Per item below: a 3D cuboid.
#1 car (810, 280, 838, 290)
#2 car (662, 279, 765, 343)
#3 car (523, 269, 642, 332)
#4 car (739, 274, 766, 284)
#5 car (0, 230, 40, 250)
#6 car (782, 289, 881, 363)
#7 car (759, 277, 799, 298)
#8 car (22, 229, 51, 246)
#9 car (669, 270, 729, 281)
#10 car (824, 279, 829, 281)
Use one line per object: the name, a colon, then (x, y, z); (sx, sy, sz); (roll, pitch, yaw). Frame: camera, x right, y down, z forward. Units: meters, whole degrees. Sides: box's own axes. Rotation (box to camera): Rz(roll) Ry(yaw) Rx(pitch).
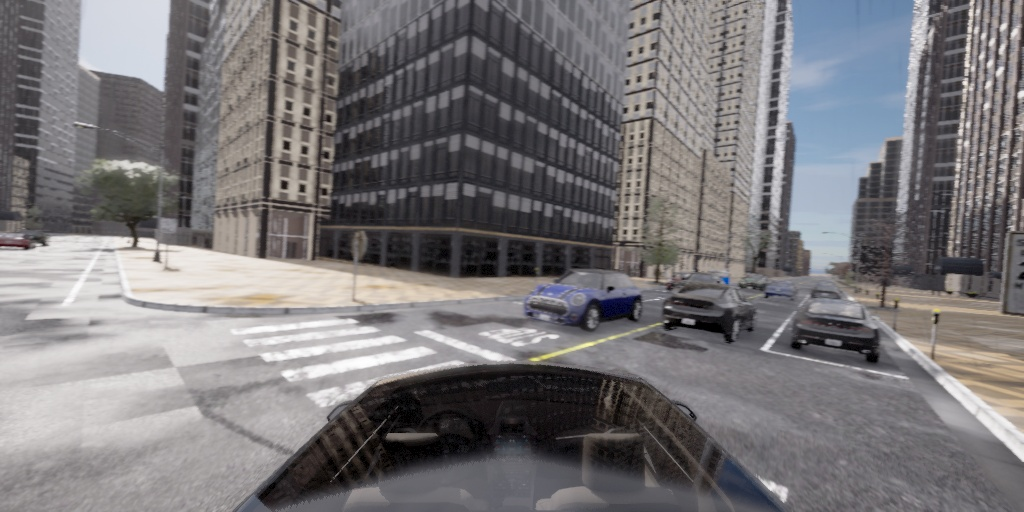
car: (23.699, 2.876, 27.187); (1.948, 1.339, 4.313); (0, 0, 41)
car: (6.382, 1.646, 11.395); (1.837, 1.490, 4.892); (4, 0, 43)
car: (2.427, 1.200, 11.522); (2.097, 1.767, 4.553); (5, 1, 42)
car: (25.433, 2.706, 37.738); (2.097, 1.767, 4.553); (5, 1, 41)
car: (-41.863, -1.276, 30.165); (4.181, 1.385, 1.994); (3, 0, 42)
car: (8.981, 1.899, 10.104); (2.007, 1.370, 4.403); (0, 0, 41)
car: (21.083, 2.655, 28.036); (2.033, 1.411, 5.357); (5, 1, 41)
car: (-49.710, -1.953, 37.164); (4.553, 1.767, 2.097); (3, 0, 42)
car: (11.716, 1.809, 22.148); (2.097, 1.767, 4.553); (5, 1, 41)
car: (34.811, 3.600, 39.937); (1.948, 1.339, 4.313); (0, 0, 41)
